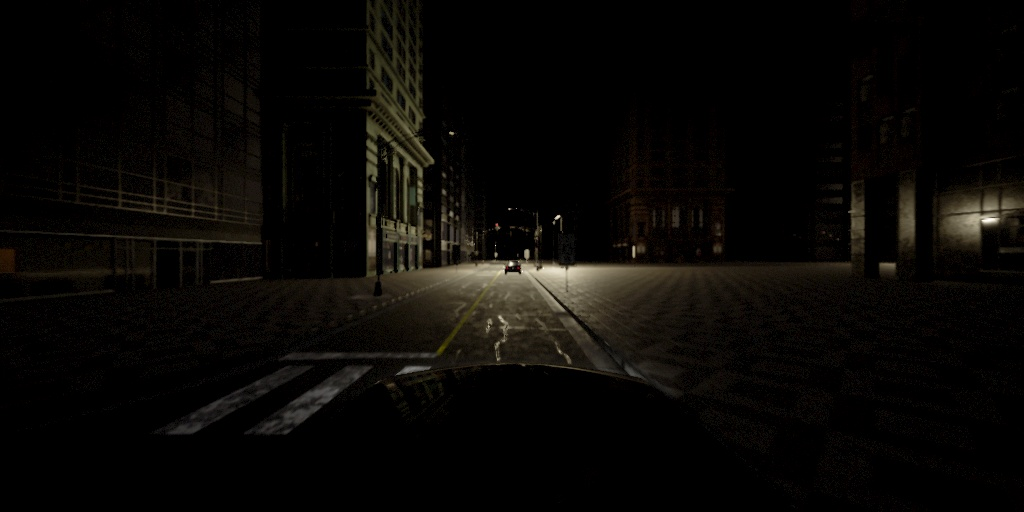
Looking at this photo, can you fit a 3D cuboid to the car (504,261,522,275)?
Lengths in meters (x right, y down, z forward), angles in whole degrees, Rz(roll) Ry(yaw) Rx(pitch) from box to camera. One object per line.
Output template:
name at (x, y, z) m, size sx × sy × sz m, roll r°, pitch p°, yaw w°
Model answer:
car at (0.097, 1.274, 39.187) m, size 2.033 × 1.411 × 5.357 m, roll 0°, pitch 0°, yaw 0°
